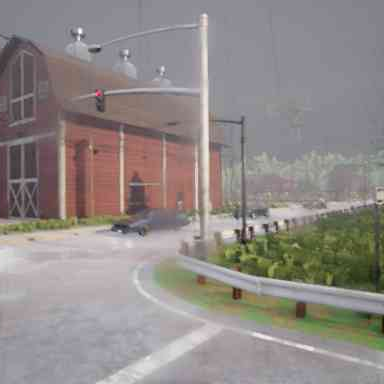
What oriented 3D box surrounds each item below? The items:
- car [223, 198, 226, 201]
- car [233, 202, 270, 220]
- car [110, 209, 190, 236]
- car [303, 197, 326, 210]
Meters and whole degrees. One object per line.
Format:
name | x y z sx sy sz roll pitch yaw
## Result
car | 6.444 1.996 77.859 1.816 1.474 4.193 -1 0 36
car | 5.540 1.685 30.716 1.837 1.490 4.892 -1 0 36
car | -2.332 1.731 20.097 2.033 1.411 5.357 -1 0 37
car | 17.006 1.526 46.076 2.097 1.767 4.553 -1 0 37
